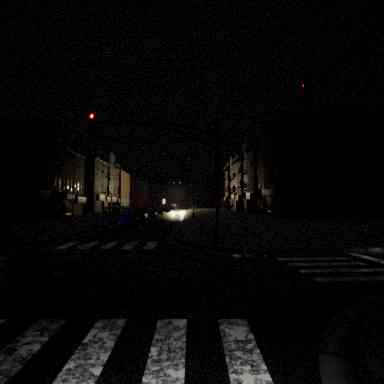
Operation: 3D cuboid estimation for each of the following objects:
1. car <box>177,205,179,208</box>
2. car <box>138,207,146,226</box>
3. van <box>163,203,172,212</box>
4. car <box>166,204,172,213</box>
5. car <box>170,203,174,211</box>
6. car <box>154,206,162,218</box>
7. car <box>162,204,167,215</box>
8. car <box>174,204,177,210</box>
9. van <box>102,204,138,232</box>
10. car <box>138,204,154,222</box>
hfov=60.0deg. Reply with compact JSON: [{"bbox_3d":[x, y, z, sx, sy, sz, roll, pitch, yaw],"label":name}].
[{"bbox_3d":[-5.584,4.041,90.911,2.192,1.841,5.009,1,-2,0],"label":"car"},{"bbox_3d":[-5.413,2.210,27.759,2.008,1.369,4.403,2,-2,0],"label":"car"},{"bbox_3d":[-5.541,3.501,75.050,1.690,1.788,3.998,1,-2,0],"label":"van"},{"bbox_3d":[-5.515,3.344,64.469,1.887,1.381,4.507,1,-2,0],"label":"car"},{"bbox_3d":[-5.528,3.418,69.760,1.967,1.590,4.097,1,-2,0],"label":"car"},{"bbox_3d":[-5.456,2.666,43.318,1.887,1.381,4.507,2,-2,0],"label":"car"},{"bbox_3d":[-5.487,3.035,53.893,1.802,1.307,4.206,2,-2,0],"label":"car"},{"bbox_3d":[-5.574,4.085,85.618,2.008,1.369,4.403,1,-2,0],"label":"car"},{"bbox_3d":[-5.398,1.905,24.446,1.690,1.788,3.998,2,-2,0],"label":"van"},{"bbox_3d":[-5.420,2.120,32.749,2.192,1.841,5.009,2,-2,0],"label":"car"}]
